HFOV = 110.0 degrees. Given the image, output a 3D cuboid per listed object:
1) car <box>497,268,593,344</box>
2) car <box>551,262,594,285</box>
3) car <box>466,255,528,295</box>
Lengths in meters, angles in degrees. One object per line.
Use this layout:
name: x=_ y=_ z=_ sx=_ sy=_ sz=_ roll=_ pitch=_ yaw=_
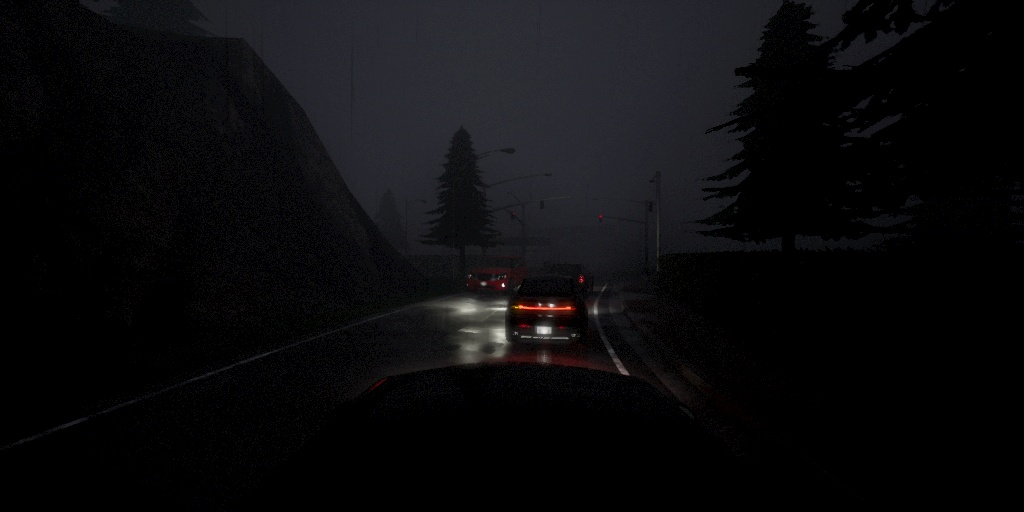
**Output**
car: x=1.021 y=1.255 z=9.648 sx=1.837 sy=1.490 sz=4.892 roll=0 pitch=0 yaw=9
car: x=3.024 y=1.102 z=18.569 sx=2.097 sy=1.767 sz=4.553 roll=0 pitch=0 yaw=17
car: x=-0.574 y=0.973 z=19.608 sx=2.150 sy=2.045 sz=5.566 roll=0 pitch=0 yaw=16
